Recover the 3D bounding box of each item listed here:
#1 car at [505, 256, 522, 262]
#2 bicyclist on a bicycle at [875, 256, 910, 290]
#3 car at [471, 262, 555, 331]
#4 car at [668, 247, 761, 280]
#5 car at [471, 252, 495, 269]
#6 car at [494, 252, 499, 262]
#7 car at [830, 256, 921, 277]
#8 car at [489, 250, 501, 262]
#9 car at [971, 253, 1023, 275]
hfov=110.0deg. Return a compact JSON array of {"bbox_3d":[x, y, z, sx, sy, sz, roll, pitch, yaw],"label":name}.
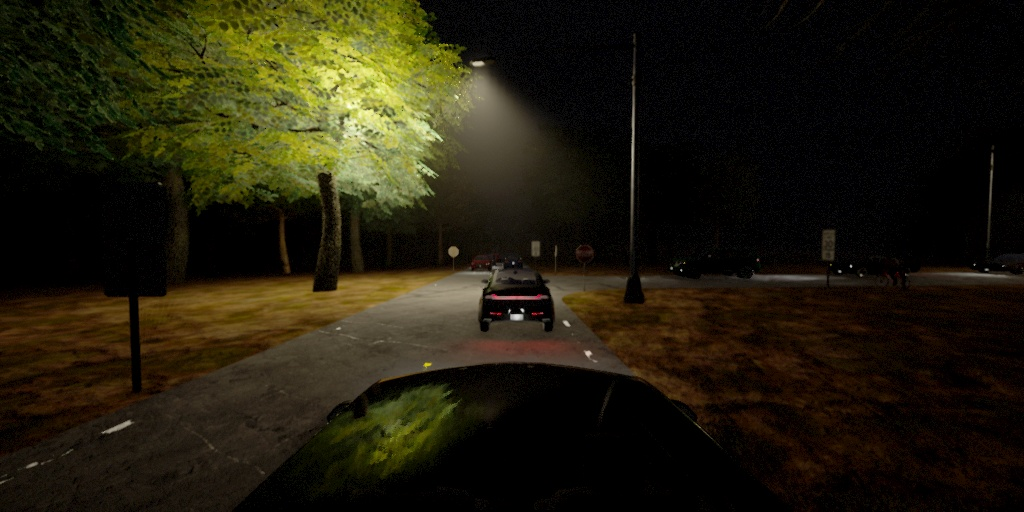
[{"bbox_3d":[0.150,0.686,40.340,1.994,1.385,4.181,0,1,0],"label":"car"},{"bbox_3d":[18.566,0.814,17.527,0.582,1.620,1.656,-1,0,0],"label":"bicyclist on a bicycle"},{"bbox_3d":[0.110,1.111,10.394,2.128,1.511,4.902,0,1,0],"label":"car"},{"bbox_3d":[13.508,0.444,24.066,5.566,2.045,2.150,0,2,2],"label":"car"},{"bbox_3d":[-3.038,0.657,36.734,1.882,1.535,5.008,0,1,0],"label":"car"},{"bbox_3d":[-3.035,0.531,46.738,1.812,1.442,4.674,0,1,0],"label":"car"},{"bbox_3d":[24.108,0.686,24.018,4.718,1.301,1.895,-1,2,-1],"label":"car"},{"bbox_3d":[-2.956,-0.007,58.750,2.150,2.045,5.566,0,1,1],"label":"car"},{"bbox_3d":[34.948,0.522,24.598,5.357,1.411,2.033,0,2,-5],"label":"car"}]
